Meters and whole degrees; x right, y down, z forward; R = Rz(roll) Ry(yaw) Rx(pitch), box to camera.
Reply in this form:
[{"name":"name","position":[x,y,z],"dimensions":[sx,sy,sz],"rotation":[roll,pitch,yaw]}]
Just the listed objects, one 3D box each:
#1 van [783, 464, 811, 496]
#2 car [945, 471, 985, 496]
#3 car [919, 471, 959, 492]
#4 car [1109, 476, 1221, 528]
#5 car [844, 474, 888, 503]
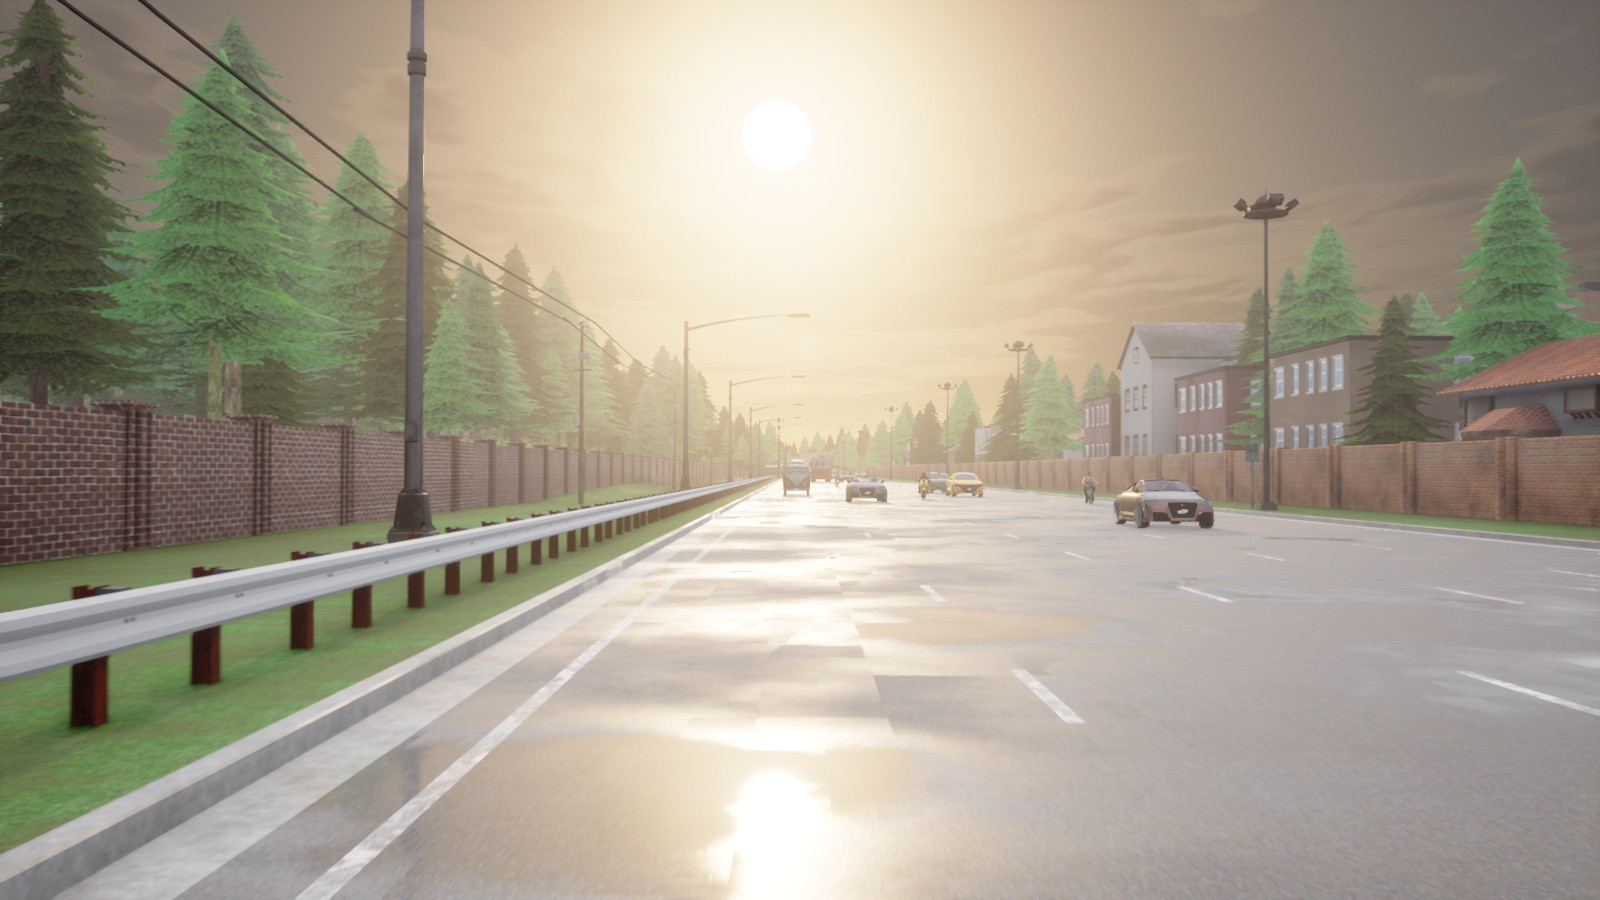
[{"name":"van","position":[-0.199,1.915,80.448],"dimensions":[1.775,1.987,4.442],"rotation":[0,-1,0]},{"name":"car","position":[10.313,2.069,78.755],"dimensions":[1.882,1.535,5.008],"rotation":[0,-1,0]},{"name":"car","position":[10.109,2.314,91.687],"dimensions":[1.837,1.490,4.892],"rotation":[0,-1,-7]},{"name":"car","position":[10.411,1.441,36.109],"dimensions":[1.994,1.385,4.181],"rotation":[0,-1,0]},{"name":"car","position":[3.342,1.936,63.997],"dimensions":[1.994,1.385,4.181],"rotation":[0,-1,0]}]
